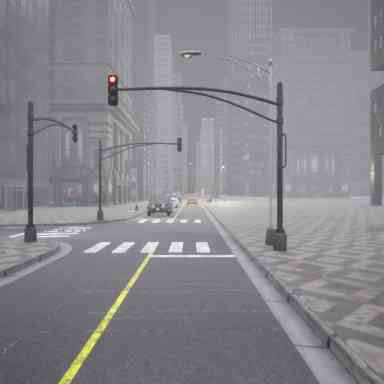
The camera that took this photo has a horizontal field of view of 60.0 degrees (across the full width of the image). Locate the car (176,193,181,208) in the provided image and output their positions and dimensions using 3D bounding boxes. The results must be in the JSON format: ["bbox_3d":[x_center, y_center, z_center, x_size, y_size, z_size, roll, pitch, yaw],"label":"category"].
[{"bbox_3d":[-3.085,1.221,47.387,2.150,2.045,5.566,0,1,0],"label":"car"}]

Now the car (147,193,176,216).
[{"bbox_3d":[-3.091,1.221,32.962,2.150,2.045,5.566,0,0,0],"label":"car"}]

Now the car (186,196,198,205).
[{"bbox_3d":[0.007,1.489,57.641,1.882,1.535,5.008,0,0,0],"label":"car"}]
